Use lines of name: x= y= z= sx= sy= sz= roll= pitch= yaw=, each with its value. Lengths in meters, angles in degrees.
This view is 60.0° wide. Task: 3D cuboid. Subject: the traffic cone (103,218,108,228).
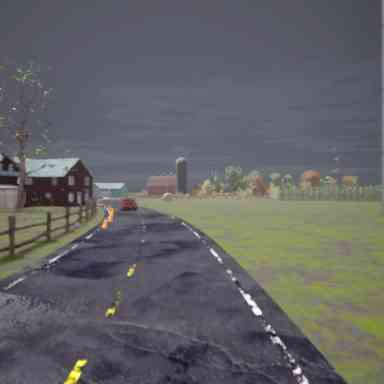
traffic cone: x=-5.510 y=1.975 z=21.120 sx=0.340 sy=0.580 sz=0.340 roll=0 pitch=0 yaw=-9

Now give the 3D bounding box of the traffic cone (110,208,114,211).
traffic cone: x=-7.321 y=1.989 z=30.783 sx=0.340 sy=0.580 sz=0.340 roll=0 pitch=0 yaw=-13

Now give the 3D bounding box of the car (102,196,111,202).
car: x=-21.456 y=1.685 z=83.868 sx=1.812 sy=1.442 sz=4.674 roll=0 pitch=0 yaw=-9

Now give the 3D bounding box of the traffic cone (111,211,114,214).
traffic cone: x=-6.334 y=1.982 z=25.967 sx=0.340 sy=0.580 sz=0.340 roll=0 pitch=0 yaw=-11

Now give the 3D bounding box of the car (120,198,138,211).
car: x=-7.959 y=1.518 z=41.574 sx=1.882 sy=1.535 sz=5.008 roll=0 pitch=0 yaw=-17
